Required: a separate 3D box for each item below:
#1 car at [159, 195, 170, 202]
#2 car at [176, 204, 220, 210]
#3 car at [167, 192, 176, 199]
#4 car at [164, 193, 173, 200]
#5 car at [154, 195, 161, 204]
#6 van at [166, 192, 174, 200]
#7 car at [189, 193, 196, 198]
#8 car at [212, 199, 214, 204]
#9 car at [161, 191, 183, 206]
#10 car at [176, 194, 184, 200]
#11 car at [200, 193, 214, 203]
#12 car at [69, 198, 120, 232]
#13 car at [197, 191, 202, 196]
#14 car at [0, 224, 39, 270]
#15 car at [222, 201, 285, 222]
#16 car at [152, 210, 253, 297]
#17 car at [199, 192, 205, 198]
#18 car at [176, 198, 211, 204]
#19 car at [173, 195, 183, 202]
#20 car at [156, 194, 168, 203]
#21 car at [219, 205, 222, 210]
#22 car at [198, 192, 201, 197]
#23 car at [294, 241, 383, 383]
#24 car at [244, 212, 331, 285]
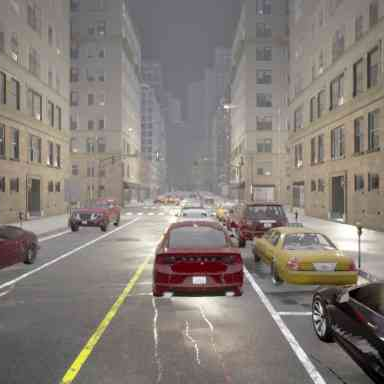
[{"bbox_3d":[-5.627,1.292,68.731,1.887,1.381,4.507,1,0,0],"label":"car"},{"bbox_3d":[0.129,1.510,16.113,1.812,1.442,4.674,0,0,0],"label":"car"},{"bbox_3d":[-5.583,0.899,90.422,2.192,1.841,5.009,1,0,0],"label":"car"},{"bbox_3d":[-5.605,1.108,79.577,1.967,1.590,4.097,1,0,0],"label":"car"},{"bbox_3d":[-5.648,1.361,57.884,1.887,1.381,4.507,0,0,0],"label":"car"},{"bbox_3d":[-5.593,0.968,84.999,1.690,1.788,3.998,1,0,0],"label":"van"},{"bbox_3d":[0.175,1.061,93.182,1.837,1.490,4.892,0,0,0],"label":"car"},{"bbox_3d":[2.815,1.486,25.926,1.752,1.417,4.829,0,0,0],"label":"car"},{"bbox_3d":[-3.051,1.204,51.711,2.097,1.767,4.553,0,0,2],"label":"car"},{"bbox_3d":[-2.849,1.184,80.714,1.812,1.442,4.674,0,0,0],"label":"car"},{"bbox_3d":[2.877,1.367,57.860,2.008,1.369,4.403,0,0,0],"label":"car"},{"bbox_3d":[-5.720,1.291,20.226,2.192,1.841,5.009,0,0,0],"label":"car"},{"bbox_3d":[2.941,1.024,90.400,1.967,1.590,4.097,1,0,0],"label":"car"},{"bbox_3d":[-5.743,1.577,9.120,1.802,1.307,4.206,0,0,0],"label":"car"},{"bbox_3d":[2.795,1.302,14.651,2.192,1.841,5.009,0,0,0],"label":"car"},{"bbox_3d":[0.088,1.473,8.612,1.882,1.535,5.008,0,0,-1],"label":"car"},{"bbox_3d":[2.899,1.271,68.877,1.752,1.417,4.829,1,0,0],"label":"car"},{"bbox_3d":[0.120,1.454,25.311,2.128,1.511,4.902,0,0,0],"label":"car"},{"bbox_3d":[-2.868,1.288,70.445,1.994,1.385,4.181,0,0,0],"label":"car"},{"bbox_3d":[-5.636,1.224,63.308,1.967,1.590,4.097,1,0,0],"label":"car"},{"bbox_3d":[2.805,1.558,20.202,1.802,1.307,4.206,0,0,0],"label":"car"},{"bbox_3d":[2.919,1.250,79.556,1.802,1.307,4.206,1,0,0],"label":"car"},{"bbox_3d":[2.772,1.566,3.546,1.947,1.339,4.313,0,0,0],"label":"car"},{"bbox_3d":[2.784,1.520,9.267,1.752,1.417,4.829,0,0,0],"label":"car"}]
